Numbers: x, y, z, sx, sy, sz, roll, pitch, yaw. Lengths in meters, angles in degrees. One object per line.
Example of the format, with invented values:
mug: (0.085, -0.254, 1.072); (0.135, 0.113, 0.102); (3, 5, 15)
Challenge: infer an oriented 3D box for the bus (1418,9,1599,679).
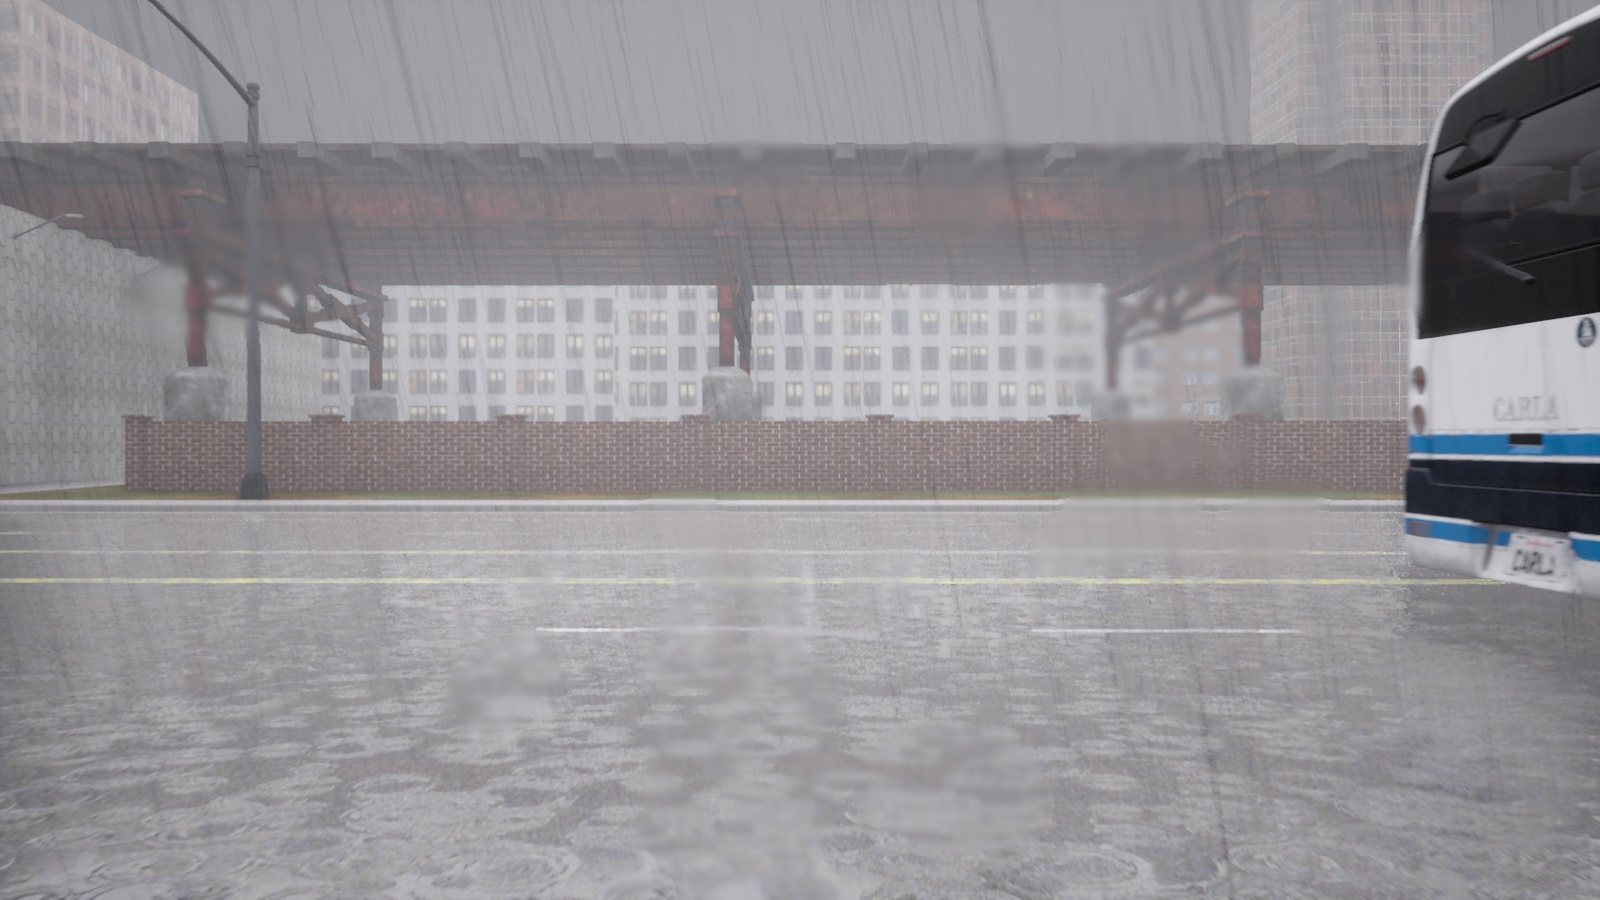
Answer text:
bus: (10.206, -0.672, 8.330); (10.273, 4.253, 3.944); (0, 0, -1)
